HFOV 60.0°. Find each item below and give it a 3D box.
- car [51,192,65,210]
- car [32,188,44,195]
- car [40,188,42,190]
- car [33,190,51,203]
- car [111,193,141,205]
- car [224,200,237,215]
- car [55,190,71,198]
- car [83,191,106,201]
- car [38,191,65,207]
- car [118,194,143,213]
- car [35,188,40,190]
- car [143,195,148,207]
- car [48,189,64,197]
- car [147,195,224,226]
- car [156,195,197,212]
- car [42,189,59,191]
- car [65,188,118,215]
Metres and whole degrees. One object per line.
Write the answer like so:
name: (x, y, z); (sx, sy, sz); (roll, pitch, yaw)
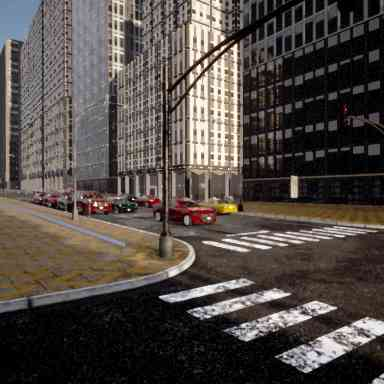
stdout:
car: (-11.659, 0.987, 31.770); (1.947, 1.339, 4.313); (1, 0, -36)
car: (-37.995, -0.208, 82.123); (1.967, 1.590, 4.097); (1, 0, -36)
car: (-31.376, 0.104, 73.042); (1.887, 1.381, 4.507); (1, 0, -36)
car: (-18.279, 0.794, 40.851); (1.802, 1.307, 4.206); (1, 0, -36)
car: (-8.203, 0.856, 41.254); (1.947, 1.339, 4.313); (1, 0, -36)
car: (1.698, 1.127, 27.823); (1.752, 1.417, 4.829); (1, 0, -36)
car: (-24.855, 0.289, 64.097); (1.752, 1.417, 4.829); (1, 0, -36)
car: (-14.824, 0.646, 50.337); (1.947, 1.339, 4.313); (1, 0, -36)
car: (-14.968, 0.861, 36.310); (1.887, 1.381, 4.507); (1, 0, -36)
car: (-6.475, 1.112, 29.035); (1.895, 1.301, 4.718); (0, 1, -36)
car: (-34.685, -0.104, 77.583); (1.967, 1.590, 4.097); (1, 0, -36)
car: (-4.892, 0.977, 36.713); (1.802, 1.307, 4.206); (1, 0, -36)
car: (-28.066, 0.214, 68.501); (2.008, 1.369, 4.403); (1, 0, -36)
car: (-0.567, 1.177, 20.921); (1.882, 1.535, 5.008); (0, 1, -38)
car: (-1.582, 1.066, 32.173); (1.947, 1.339, 4.313); (1, 0, -36)
car: (-25.035, 0.381, 59.900); (2.033, 1.411, 5.357); (0, 1, -34)
car: (-8.343, 0.841, 27.228); (2.192, 1.841, 5.009); (1, 0, -36)
